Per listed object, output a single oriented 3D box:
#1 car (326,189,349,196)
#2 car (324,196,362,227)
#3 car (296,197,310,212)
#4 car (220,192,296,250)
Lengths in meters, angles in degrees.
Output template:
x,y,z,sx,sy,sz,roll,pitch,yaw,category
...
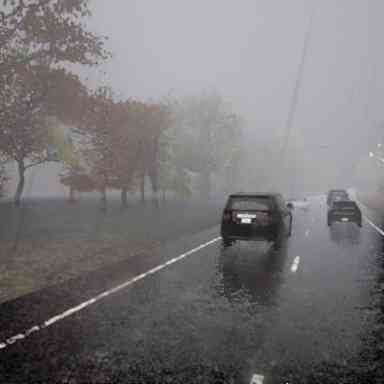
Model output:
x,y,z,sx,sy,sz,roll,pitch,yaw,category
16.032,0.729,36.640,2.150,2.045,5.566,1,1,23,car
9.416,1.228,20.749,1.837,1.490,4.892,1,1,22,car
10.176,1.160,31.791,1.895,1.301,4.718,1,1,23,car
2.806,1.024,13.650,2.150,2.045,5.566,1,1,21,car
